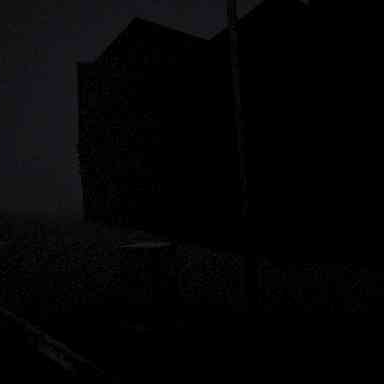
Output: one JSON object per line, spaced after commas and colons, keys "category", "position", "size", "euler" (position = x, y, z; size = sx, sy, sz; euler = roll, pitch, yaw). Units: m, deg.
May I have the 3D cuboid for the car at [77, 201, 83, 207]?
{"category": "car", "position": [-25.427, 2.930, 78.162], "size": [1.882, 1.535, 5.008], "euler": [-4, -2, 3]}
